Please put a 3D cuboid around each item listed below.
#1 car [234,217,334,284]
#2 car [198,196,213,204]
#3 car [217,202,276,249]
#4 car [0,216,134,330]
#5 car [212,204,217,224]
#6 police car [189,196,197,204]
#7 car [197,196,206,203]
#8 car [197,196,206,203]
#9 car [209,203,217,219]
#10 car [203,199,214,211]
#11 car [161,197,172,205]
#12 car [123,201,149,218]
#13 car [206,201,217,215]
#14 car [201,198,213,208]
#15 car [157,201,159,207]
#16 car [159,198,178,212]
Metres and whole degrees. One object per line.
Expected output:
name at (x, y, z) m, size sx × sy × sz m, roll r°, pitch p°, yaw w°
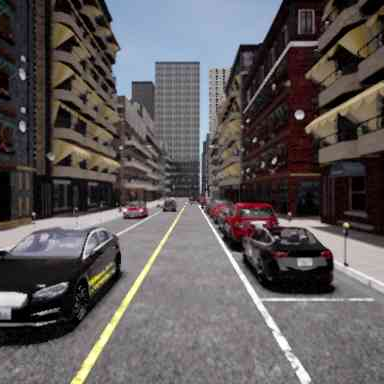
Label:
car at (2.557, 1.633, 9.609) m, size 1.947 × 1.339 × 4.313 m, roll -1°, pitch 0°, yaw 0°
car at (2.560, 1.683, 54.002) m, size 2.192 × 1.841 × 5.009 m, roll -1°, pitch 0°, yaw 0°
car at (2.555, 1.420, 15.160) m, size 2.192 × 1.841 × 5.009 m, roll -1°, pitch 0°, yaw 0°
car at (-2.840, 1.542, 7.353) m, size 2.128 × 1.511 × 4.902 m, roll 0°, pitch 0°, yaw 0°
car at (2.558, 1.694, 20.707) m, size 2.008 × 1.369 × 4.403 m, roll -1°, pitch 0°, yaw 0°
police car at (0.835, 1.969, 80.549) m, size 1.930 × 1.638 × 5.238 m, roll 0°, pitch 0°, yaw 0°
car at (2.566, 1.939, 92.844) m, size 2.192 × 1.841 × 5.009 m, roll -1°, pitch 0°, yaw 0°
car at (2.565, 1.903, 87.295) m, size 2.192 × 1.841 × 5.009 m, roll -1°, pitch 0°, yaw 0°
car at (2.560, 1.763, 26.255) m, size 1.802 × 1.307 × 4.206 m, roll -1°, pitch 0°, yaw 0°
car at (2.561, 1.822, 37.353) m, size 1.947 × 1.339 × 4.313 m, roll -1°, pitch 0°, yaw 0°
car at (-5.316, 1.919, 70.628) m, size 1.967 × 1.590 × 4.097 m, roll -1°, pitch 0°, yaw 0°
car at (-5.322, 1.659, 31.785) m, size 1.967 × 1.590 × 4.097 m, roll -1°, pitch 0°, yaw 0°
car at (2.560, 1.801, 31.805) m, size 1.802 × 1.307 × 4.206 m, roll -1°, pitch 0°, yaw 0°
car at (2.561, 1.844, 42.902) m, size 2.008 × 1.369 × 4.403 m, roll -1°, pitch 0°, yaw 0°
car at (-5.317, 1.929, 59.360) m, size 1.752 × 1.417 × 4.829 m, roll -1°, pitch 0°, yaw 0°
car at (-2.831, 1.800, 43.144) m, size 1.837 × 1.490 × 4.892 m, roll 0°, pitch 0°, yaw 0°
